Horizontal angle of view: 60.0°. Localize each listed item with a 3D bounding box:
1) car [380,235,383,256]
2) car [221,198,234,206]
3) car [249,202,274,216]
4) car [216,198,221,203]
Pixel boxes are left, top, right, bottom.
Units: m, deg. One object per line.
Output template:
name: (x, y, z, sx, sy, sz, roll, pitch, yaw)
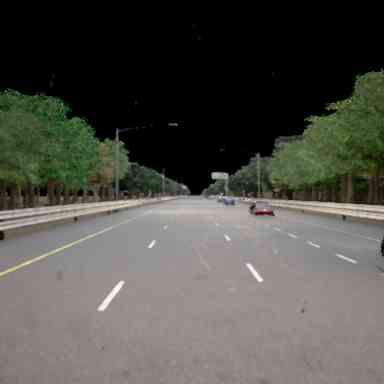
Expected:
car: (7.016, 1.509, 8.863, 2.128, 1.511, 4.902, 0, 0, 1)
car: (7.232, 1.942, 65.647, 1.812, 1.442, 4.674, 0, -1, 0)
car: (7.062, 1.725, 34.208, 1.994, 1.385, 4.181, 0, -1, 0)
car: (7.406, 2.193, 86.761, 1.895, 1.301, 4.718, 0, 0, 1)
